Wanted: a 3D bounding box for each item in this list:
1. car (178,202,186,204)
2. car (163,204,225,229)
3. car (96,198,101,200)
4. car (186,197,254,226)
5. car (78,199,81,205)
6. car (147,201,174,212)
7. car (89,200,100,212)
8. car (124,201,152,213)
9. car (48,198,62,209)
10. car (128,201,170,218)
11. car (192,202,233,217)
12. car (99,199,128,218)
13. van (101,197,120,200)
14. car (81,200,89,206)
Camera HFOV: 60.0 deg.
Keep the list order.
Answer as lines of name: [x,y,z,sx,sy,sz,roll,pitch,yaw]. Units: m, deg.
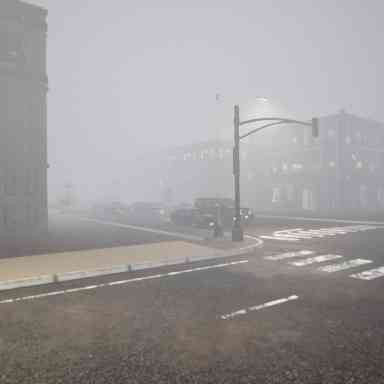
car: [-1.066,1.903,40.327,1.802,1.307,4.206,-2,0,-35]
car: [0.034,1.814,24.088,1.947,1.339,4.313,-2,0,-35]
car: [-17.090,1.939,62.894,2.192,1.841,5.009,-1,0,-35]
car: [2.238,1.442,25.676,2.150,2.045,5.566,-1,0,-35]
car: [-26.695,2.363,76.436,1.947,1.339,4.313,-1,0,-35]
car: [-4.268,1.965,44.840,1.802,1.307,4.206,-2,0,-35]
car: [-12.245,2.105,46.137,1.895,1.301,4.718,-1,0,-35]
car: [-7.236,1.952,44.580,1.812,1.442,4.674,-1,0,-35]
car: [-23.819,2.232,57.904,1.752,1.417,4.829,-1,0,-35]
car: [-4.374,1.844,34.998,2.128,1.511,4.902,-1,0,-36]
car: [2.138,1.809,35.812,2.008,1.369,4.403,-2,0,-35]
car: [-7.901,1.846,35.474,1.967,1.590,4.097,-1,0,-35]
van: [-13.885,1.906,58.381,1.690,1.788,3.998,-1,0,-35]
car: [-20.288,2.227,67.408,1.887,1.381,4.507,-1,0,-35]
